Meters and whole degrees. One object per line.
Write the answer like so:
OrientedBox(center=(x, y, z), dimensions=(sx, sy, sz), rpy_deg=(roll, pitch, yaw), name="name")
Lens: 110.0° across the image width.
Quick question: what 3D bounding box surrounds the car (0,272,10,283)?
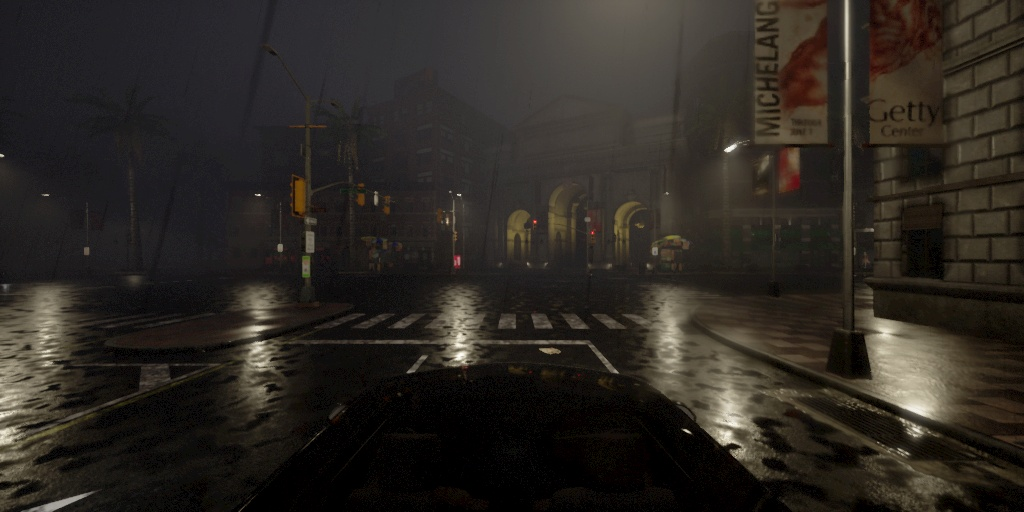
OrientedBox(center=(-38.875, 1.349, 25.271), dimensions=(4.718, 1.301, 1.895), rpy_deg=(0, 0, 0), name="car")
